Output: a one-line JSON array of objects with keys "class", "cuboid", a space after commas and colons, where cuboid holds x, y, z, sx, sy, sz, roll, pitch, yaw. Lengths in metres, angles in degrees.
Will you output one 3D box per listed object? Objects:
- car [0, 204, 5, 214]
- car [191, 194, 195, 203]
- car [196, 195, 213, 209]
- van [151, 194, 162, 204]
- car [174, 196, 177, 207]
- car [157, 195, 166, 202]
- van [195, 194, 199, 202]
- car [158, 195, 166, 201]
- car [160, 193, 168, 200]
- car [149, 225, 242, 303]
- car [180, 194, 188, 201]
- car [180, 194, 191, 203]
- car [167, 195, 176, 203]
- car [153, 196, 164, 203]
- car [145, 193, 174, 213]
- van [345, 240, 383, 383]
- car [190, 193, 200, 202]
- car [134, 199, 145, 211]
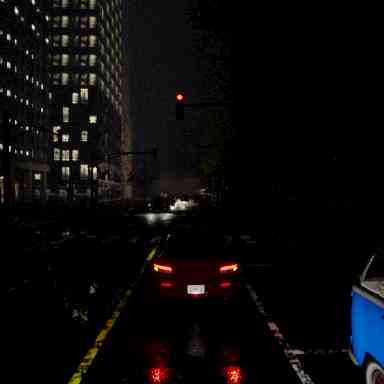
[{"class": "car", "cuboid": [-18.220, 1.377, 28.510, 4.206, 1.307, 1.802, 1, 0, 3]}, {"class": "car", "cuboid": [1.185, 1.492, 68.026, 1.752, 1.417, 4.829, 0, 0, -2]}, {"class": "car", "cuboid": [1.899, 1.510, 45.860, 1.752, 1.417, 4.829, 0, 0, -2]}, {"class": "van", "cuboid": [-6.625, 1.314, 61.941, 1.690, 1.788, 3.998, 0, 0, -2]}, {"class": "car", "cuboid": [-3.681, 1.544, 51.633, 1.994, 1.385, 4.181, 0, 0, -2]}, {"class": "car", "cuboid": [-7.276, 1.501, 78.571, 1.887, 1.381, 4.507, 0, 0, -2]}, {"class": "van", "cuboid": [1.748, 1.322, 51.233, 1.690, 1.788, 3.998, 0, 0, -2]}, {"class": "car", "cuboid": [-7.528, 1.532, 84.115, 1.802, 1.307, 4.206, 0, 0, -3]}, {"class": "car", "cuboid": [-8.075, 1.252, 95.196, 2.192, 1.841, 5.009, 0, 0, -3]}, {"class": "car", "cuboid": [0.054, 1.525, 8.080, 1.812, 1.442, 4.674, 0, 0, 0]}, {"class": "car", "cuboid": [-1.900, 1.264, 80.591, 1.882, 1.535, 5.008, 0, 0, -3]}, {"class": "car", "cuboid": [-1.481, 1.552, 70.616, 1.895, 1.301, 4.718, 0, 0, -2]}, {"class": "car", "cuboid": [-4.158, 1.473, 68.422, 1.837, 1.490, 4.892, 0, 0, -2]}, {"class": "car", "cuboid": [-6.826, 1.513, 67.484, 1.887, 1.381, 4.507, 0, 0, -2]}, {"class": "car", "cuboid": [-3.465, 1.342, 36.545, 2.097, 1.767, 4.553, 0, 0, 2]}, {"class": "van", "cuboid": [2.558, 1.341, 2.145, 1.690, 1.788, 3.998, 0, 0, 0]}, {"class": "car", "cuboid": [0.740, 1.271, 78.945, 2.192, 1.841, 5.009, 0, 0, -3]}, {"class": "car", "cuboid": [-5.832, 1.539, 39.770, 2.008, 1.369, 4.403, 0, 0, -1]}]
